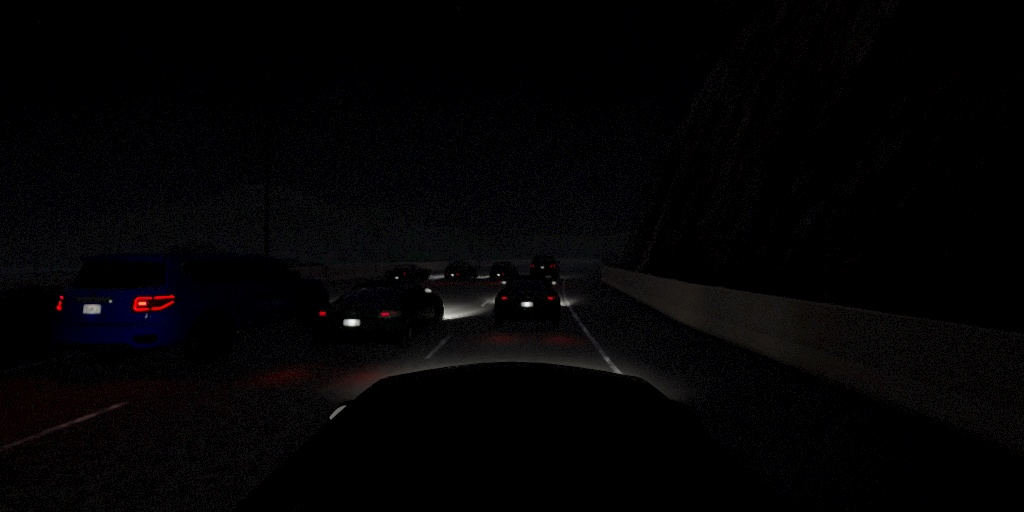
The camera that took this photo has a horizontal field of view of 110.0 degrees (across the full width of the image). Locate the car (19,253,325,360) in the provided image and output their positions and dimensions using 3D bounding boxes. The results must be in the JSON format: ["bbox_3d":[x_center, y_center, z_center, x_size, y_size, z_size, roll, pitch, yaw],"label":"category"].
[{"bbox_3d":[-6.679,0.952,8.485,2.150,2.045,5.566,0,0,3],"label":"car"}]

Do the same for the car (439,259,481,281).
[{"bbox_3d":[-4.243,1.237,30.359,1.837,1.490,4.892,0,0,10],"label":"car"}]

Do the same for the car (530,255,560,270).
[{"bbox_3d":[2.808,0.972,30.184,2.150,2.045,5.566,0,0,10],"label":"car"}]

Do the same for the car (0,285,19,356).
[{"bbox_3d":[-10.185,1.285,7.551,1.994,1.385,4.181,0,0,2],"label":"car"}]

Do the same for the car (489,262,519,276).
[{"bbox_3d":[-0.631,1.246,30.697,1.837,1.490,4.892,0,0,10],"label":"car"}]

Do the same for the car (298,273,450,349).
[{"bbox_3d":[-3.117,1.304,9.181,1.994,1.385,4.181,0,0,3],"label":"car"}]

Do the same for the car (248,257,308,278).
[{"bbox_3d":[-21.648,1.035,33.422,2.097,1.767,4.553,0,0,10],"label":"car"}]

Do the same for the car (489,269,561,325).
[{"bbox_3d":[0.553,1.313,11.959,1.994,1.385,4.181,0,0,4],"label":"car"}]

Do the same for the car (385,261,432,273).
[{"bbox_3d":[-8.117,1.322,28.542,1.895,1.301,4.718,0,0,9],"label":"car"}]
